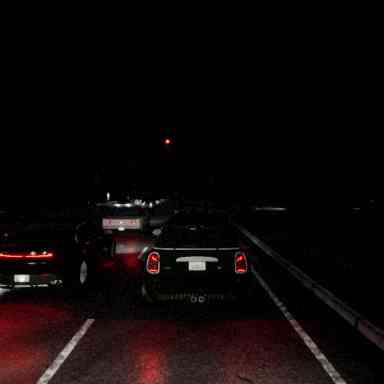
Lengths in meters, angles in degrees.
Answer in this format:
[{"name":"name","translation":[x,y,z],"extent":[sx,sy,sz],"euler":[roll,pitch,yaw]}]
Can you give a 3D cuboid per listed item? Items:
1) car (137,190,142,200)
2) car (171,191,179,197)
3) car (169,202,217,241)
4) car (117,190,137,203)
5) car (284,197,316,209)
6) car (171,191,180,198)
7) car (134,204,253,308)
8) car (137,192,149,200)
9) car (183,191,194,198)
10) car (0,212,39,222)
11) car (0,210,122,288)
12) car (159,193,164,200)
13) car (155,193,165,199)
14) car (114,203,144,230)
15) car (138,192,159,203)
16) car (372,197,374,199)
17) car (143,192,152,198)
[{"name":"car","translation":[-10.694,0.709,63.259],"extent":[2.150,2.045,5.566],"euler":[0,1,0]},{"name":"car","translation":[-4.937,0.541,95.504],"extent":[1.837,1.490,4.892],"euler":[0,1,-7]},{"name":"car","translation":[0.057,1.388,17.237],"extent":[2.128,1.511,4.902],"euler":[0,0,1]},{"name":"car","translation":[-10.707,0.928,53.818],"extent":[2.097,1.767,4.553],"euler":[0,0,0]},{"name":"car","translation":[13.704,1.252,39.212],"extent":[5.357,1.411,2.033],"euler":[0,1,-3]},{"name":"car","translation":[-4.157,0.681,85.345],"extent":[1.882,1.535,5.008],"euler":[0,1,-4]},{"name":"car","translation":[0.087,1.323,8.041],"extent":[2.097,1.767,4.553],"euler":[0,0,0]},{"name":"car","translation":[-10.747,0.894,73.484],"extent":[2.128,1.511,4.902],"euler":[0,1,-1]},{"name":"car","translation":[-0.698,0.707,86.045],"extent":[1.812,1.442,4.674],"euler":[0,1,-4]},{"name":"car","translation":[-7.109,1.494,13.327],"extent":[1.994,1.385,4.181],"euler":[0,0,0]},{"name":"car","translation":[-3.417,1.468,9.093],"extent":[1.837,1.490,4.892],"euler":[0,0,0]},{"name":"car","translation":[-7.185,1.005,66.035],"extent":[2.033,1.411,5.357],"euler":[0,1,1]},{"name":"car","translation":[-7.318,0.870,76.462],"extent":[2.033,1.411,5.357],"euler":[0,1,-1]},{"name":"car","translation":[-3.439,1.487,18.413],"extent":[1.895,1.301,4.718],"euler":[0,1,0]},{"name":"car","translation":[-7.211,1.105,55.967],"extent":[2.033,1.411,5.357],"euler":[0,1,0]},{"name":"car","translation":[22.769,1.052,39.740],"extent":[4.553,1.767,2.097],"euler":[0,1,-3]},{"name":"car","translation":[-11.085,0.749,83.705],"extent":[1.812,1.442,4.674],"euler":[0,1,-2]}]
